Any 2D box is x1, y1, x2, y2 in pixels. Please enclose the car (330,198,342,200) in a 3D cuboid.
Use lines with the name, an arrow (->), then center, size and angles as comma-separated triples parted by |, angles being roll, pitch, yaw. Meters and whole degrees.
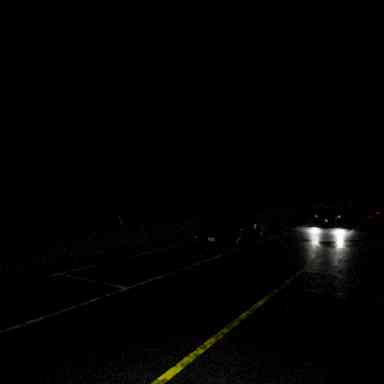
car -> 13.749, 1.576, 34.115 | 1.947, 1.339, 4.313 | 0, 0, 32

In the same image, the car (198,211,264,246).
car -> 1.950, 1.570, 15.428 | 1.947, 1.339, 4.313 | 0, 0, 32

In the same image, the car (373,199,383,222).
car -> 15.141, 1.555, 25.518 | 2.033, 1.411, 5.357 | 0, 0, 32

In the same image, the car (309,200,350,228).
car -> 9.659, 1.532, 22.824 | 1.812, 1.442, 4.674 | 0, 0, 32

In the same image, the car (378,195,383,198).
car -> 27.612, 1.501, 46.214 | 2.128, 1.511, 4.902 | 0, 0, 24

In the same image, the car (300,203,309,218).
car -> 10.799, 1.590, 29.443 | 1.802, 1.307, 4.206 | 0, 0, 32

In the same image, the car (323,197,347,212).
car -> 16.699, 1.451, 38.786 | 1.967, 1.590, 4.097 | 0, 0, 32
